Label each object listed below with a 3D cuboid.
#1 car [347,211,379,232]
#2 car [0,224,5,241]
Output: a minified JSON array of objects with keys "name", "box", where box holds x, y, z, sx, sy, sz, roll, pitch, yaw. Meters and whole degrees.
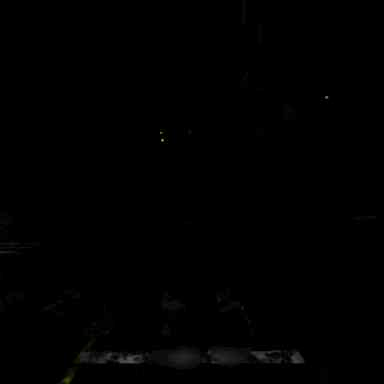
[{"name":"car","box":[11.622,1.534,19.312,4.829,1.417,1.752,0,-1,0]},{"name":"car","box":[-10.165,1.332,13.460,4.553,1.767,2.097,0,-1,0]}]
